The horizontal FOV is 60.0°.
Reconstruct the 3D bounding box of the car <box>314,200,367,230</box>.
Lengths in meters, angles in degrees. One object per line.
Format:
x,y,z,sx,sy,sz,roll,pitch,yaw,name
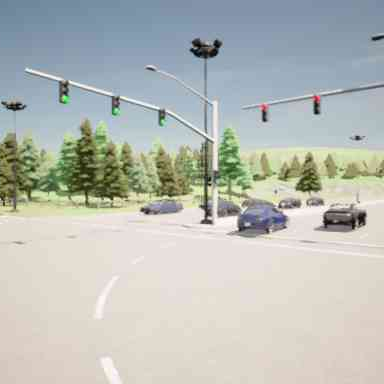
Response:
9.694,1.484,20.979,2.128,1.511,4.902,0,0,37,car

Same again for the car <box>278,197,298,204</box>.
18.248,1.617,63.138,1.895,1.301,4.718,0,0,38,car

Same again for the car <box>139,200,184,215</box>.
-3.095,1.599,35.020,2.033,1.411,5.357,0,0,37,car

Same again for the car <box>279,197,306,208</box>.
13.257,1.501,45.095,2.128,1.511,4.902,0,0,37,car

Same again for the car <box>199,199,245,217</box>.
2.907,1.592,31.353,1.994,1.385,4.181,0,0,37,car

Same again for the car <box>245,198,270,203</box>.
7.933,1.583,38.049,1.994,1.385,4.181,0,0,36,car

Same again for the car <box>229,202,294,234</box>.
4.172,1.535,19.303,1.812,1.442,4.674,-1,0,33,car

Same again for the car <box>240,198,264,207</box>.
9.267,1.595,51.389,1.994,1.385,4.181,0,0,37,car

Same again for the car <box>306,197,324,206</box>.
19.887,1.491,53.803,2.128,1.511,4.902,0,0,38,car
